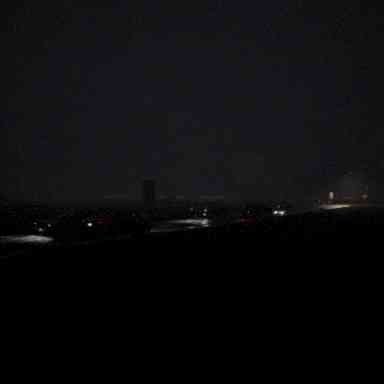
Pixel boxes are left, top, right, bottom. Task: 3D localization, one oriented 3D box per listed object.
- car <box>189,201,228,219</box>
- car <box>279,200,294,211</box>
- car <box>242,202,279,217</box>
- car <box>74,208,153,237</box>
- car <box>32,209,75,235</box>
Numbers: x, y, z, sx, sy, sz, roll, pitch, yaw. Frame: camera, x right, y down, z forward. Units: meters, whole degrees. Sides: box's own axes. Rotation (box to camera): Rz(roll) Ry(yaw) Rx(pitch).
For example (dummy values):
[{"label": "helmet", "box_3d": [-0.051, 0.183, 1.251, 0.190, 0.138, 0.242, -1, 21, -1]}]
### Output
[{"label": "car", "box_3d": [1.628, 1.649, 32.312, 2.097, 1.767, 4.553, -1, -1, 35]}, {"label": "car", "box_3d": [13.790, 1.982, 49.723, 2.128, 1.511, 4.902, -1, -1, 35]}, {"label": "car", "box_3d": [6.996, 1.807, 35.065, 2.128, 1.511, 4.902, -1, -1, 35]}, {"label": "car", "box_3d": [-4.160, 1.696, 18.942, 1.994, 1.385, 4.181, -1, -1, 35]}, {"label": "car", "box_3d": [-6.726, 1.705, 20.243, 2.033, 1.411, 5.357, -1, -1, 35]}]
